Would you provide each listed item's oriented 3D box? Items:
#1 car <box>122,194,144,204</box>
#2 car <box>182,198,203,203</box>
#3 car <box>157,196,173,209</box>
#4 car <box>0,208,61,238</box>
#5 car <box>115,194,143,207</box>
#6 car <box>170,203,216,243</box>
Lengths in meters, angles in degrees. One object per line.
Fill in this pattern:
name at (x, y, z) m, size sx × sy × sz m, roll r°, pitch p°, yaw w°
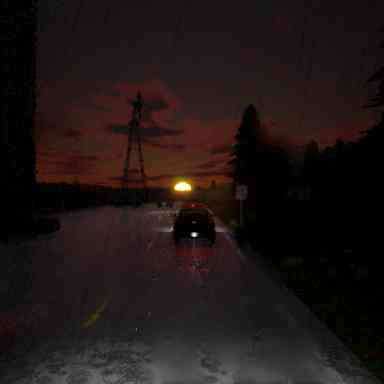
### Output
car at (-11.909, 1.333, 67.058) m, size 3.866 × 1.878 × 1.905 m, roll 0°, pitch 0°, yaw -31°
car at (0.094, 1.340, 33.987) m, size 2.097 × 1.767 × 4.553 m, roll 0°, pitch 0°, yaw 0°
car at (-3.507, 1.315, 44.114) m, size 2.128 × 1.511 × 4.902 m, roll 0°, pitch 0°, yaw 0°
car at (-9.061, 1.544, 17.204) m, size 4.181 × 1.381 × 1.994 m, roll 0°, pitch 0°, yaw -1°
car at (-9.551, 1.465, 50.213) m, size 3.988 × 1.617 × 1.851 m, roll 0°, pitch 0°, yaw -1°
car at (0.097, 1.499, 16.168) m, size 1.837 × 1.490 × 4.892 m, roll 0°, pitch 0°, yaw 0°
